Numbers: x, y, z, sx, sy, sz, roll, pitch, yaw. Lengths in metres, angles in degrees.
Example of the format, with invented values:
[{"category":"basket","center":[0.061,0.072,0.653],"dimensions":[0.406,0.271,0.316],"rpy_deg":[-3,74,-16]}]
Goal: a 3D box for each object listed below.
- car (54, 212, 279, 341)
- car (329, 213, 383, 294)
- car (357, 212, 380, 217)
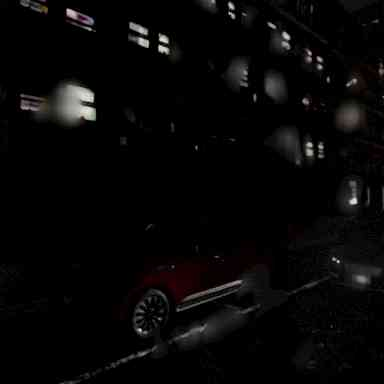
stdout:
[{"category":"car","center":[-0.144,1.405,6.977],"dimensions":[5.009,1.841,2.192],"rpy_deg":[0,-1,-44]},{"category":"car","center":[5.252,1.525,8.534],"dimensions":[4.902,1.511,2.128],"rpy_deg":[0,-1,-44]},{"category":"car","center":[8.112,1.620,14.811],"dimensions":[4.403,1.369,2.008],"rpy_deg":[0,-1,-44]}]
